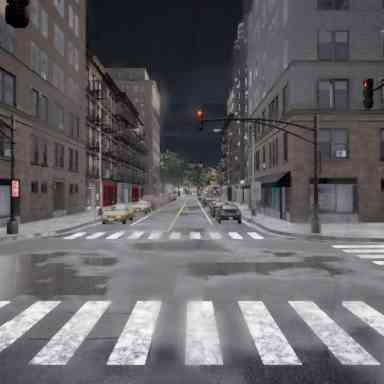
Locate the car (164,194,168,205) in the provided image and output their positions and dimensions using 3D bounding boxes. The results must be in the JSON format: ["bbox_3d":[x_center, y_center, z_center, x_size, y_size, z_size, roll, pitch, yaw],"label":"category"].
[{"bbox_3d":[-5.384,1.446,52.153,1.967,1.590,4.097,0,0,0],"label":"car"}]

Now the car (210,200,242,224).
[{"bbox_3d":[2.647,1.552,24.740,2.008,1.369,4.403,0,0,0],"label":"car"}]

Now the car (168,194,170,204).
[{"bbox_3d":[-5.380,1.557,57.635,2.008,1.369,4.403,0,0,0],"label":"car"}]

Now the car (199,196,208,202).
[{"bbox_3d":[2.671,1.556,79.560,1.887,1.381,4.507,0,0,0],"label":"car"}]

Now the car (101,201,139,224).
[{"bbox_3d":[-5.406,1.526,24.574,1.752,1.417,4.829,0,0,0],"label":"car"}]

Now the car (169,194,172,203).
[{"bbox_3d":[-5.376,1.573,63.118,1.947,1.339,4.313,0,0,0],"label":"car"}]

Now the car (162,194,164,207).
[{"bbox_3d":[-5.389,1.445,46.672,1.967,1.590,4.097,0,0,0],"label":"car"}]

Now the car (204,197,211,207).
[{"bbox_3d":[2.652,1.554,35.704,2.008,1.369,4.403,0,0,0],"label":"car"}]

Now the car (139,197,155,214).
[{"bbox_3d":[-5.398,1.528,35.537,1.752,1.417,4.829,0,0,0],"label":"car"}]

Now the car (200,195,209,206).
[{"bbox_3d":[2.659,1.556,52.150,2.008,1.369,4.403,0,0,0],"label":"car"}]

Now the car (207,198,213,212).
[{"bbox_3d":[2.649,1.547,30.222,1.887,1.381,4.507,0,0,0],"label":"car"}]

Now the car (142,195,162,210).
[{"bbox_3d":[-5.393,1.319,41.190,2.192,1.841,5.009,0,0,0],"label":"car"}]

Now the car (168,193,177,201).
[{"bbox_3d":[-5.354,1.329,90.528,2.192,1.841,5.009,0,0,0],"label":"car"}]

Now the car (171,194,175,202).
[{"bbox_3d":[-5.371,1.324,68.600,2.192,1.841,5.009,0,0,0],"label":"car"}]

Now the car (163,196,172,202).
[{"bbox_3d":[-5.367,1.535,73.912,1.752,1.417,4.829,0,0,0],"label":"car"}]

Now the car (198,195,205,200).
[{"bbox_3d":[2.675,1.596,90.524,1.802,1.307,4.206,0,0,0],"label":"car"}]
